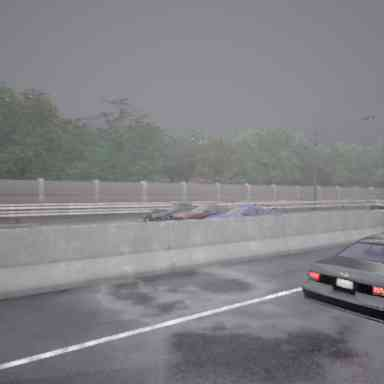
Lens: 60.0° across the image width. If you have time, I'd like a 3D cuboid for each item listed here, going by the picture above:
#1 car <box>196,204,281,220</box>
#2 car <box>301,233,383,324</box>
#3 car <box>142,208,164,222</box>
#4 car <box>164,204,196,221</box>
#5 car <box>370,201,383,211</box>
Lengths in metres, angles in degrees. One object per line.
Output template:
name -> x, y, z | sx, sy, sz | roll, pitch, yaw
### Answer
car -> 2.933, 1.537, 18.862 | 5.008, 1.535, 1.882 | 0, 0, -35
car -> 4.593, 1.585, 6.976 | 5.357, 1.411, 2.033 | 0, 0, -35
car -> -0.923, 1.602, 24.714 | 5.357, 1.411, 2.033 | 0, 0, -35
car -> 1.002, 1.534, 21.781 | 5.008, 1.535, 1.882 | 0, 0, -35
car -> 24.490, 1.848, 41.886 | 4.718, 1.301, 1.895 | 0, 0, -33
